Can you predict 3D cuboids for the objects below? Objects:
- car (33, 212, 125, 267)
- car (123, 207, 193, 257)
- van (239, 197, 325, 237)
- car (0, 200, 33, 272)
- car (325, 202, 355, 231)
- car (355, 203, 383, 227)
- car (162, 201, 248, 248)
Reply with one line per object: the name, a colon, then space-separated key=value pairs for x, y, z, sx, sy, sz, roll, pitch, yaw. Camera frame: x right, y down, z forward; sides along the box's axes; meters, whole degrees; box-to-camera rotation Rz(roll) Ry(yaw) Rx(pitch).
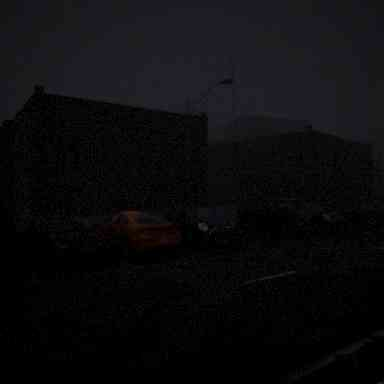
car: x=-4.515 y=1.485 z=11.745 sx=2.231 sy=1.521 sz=4.892 roll=0 pitch=0 yaw=-35
car: x=-2.347 y=1.486 z=13.276 sx=2.097 sy=1.535 sz=5.008 roll=0 pitch=0 yaw=-35
van: x=4.510 y=1.263 z=18.025 sx=1.878 sy=1.987 sz=4.442 roll=0 pitch=0 yaw=-35
car: x=-6.791 y=1.230 z=10.152 sx=2.435 sy=2.045 sz=5.566 roll=0 pitch=0 yaw=-35
car: x=6.793 y=1.354 z=19.833 sx=2.185 sy=1.767 sz=4.553 roll=0 pitch=0 yaw=-35
car: x=11.255 y=1.484 z=22.938 sx=2.163 sy=1.488 sz=4.792 roll=0 pitch=0 yaw=-35
car: x=-0.003 y=1.363 z=14.991 sx=2.185 sy=1.767 sz=4.553 roll=0 pitch=0 yaw=-35
